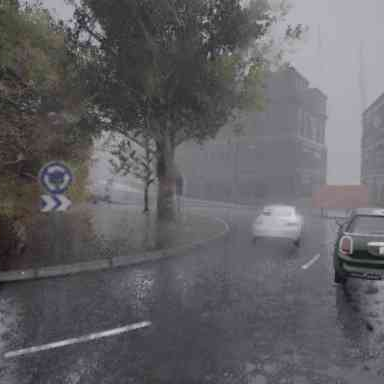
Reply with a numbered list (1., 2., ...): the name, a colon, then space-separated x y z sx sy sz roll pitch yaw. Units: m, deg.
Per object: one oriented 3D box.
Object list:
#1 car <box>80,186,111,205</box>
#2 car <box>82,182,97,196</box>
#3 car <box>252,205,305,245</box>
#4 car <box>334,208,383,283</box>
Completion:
1. car: -11.406 0.395 39.805 2.097 1.767 4.553 -1 4 -35
2. car: -15.463 -0.463 50.001 2.097 1.767 4.553 0 5 -18
3. car: 3.723 1.257 14.103 1.812 1.442 4.674 1 1 20
4. car: 4.989 1.203 8.816 2.097 1.767 4.553 1 2 26
